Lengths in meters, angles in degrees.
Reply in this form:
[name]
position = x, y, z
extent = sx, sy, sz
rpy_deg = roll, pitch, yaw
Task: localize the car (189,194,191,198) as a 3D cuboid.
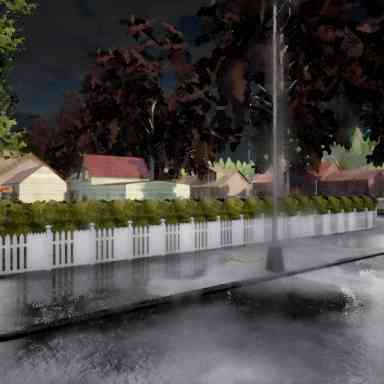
[car]
position = -2.188, 1.216, 57.477
extent = 2.150, 2.045, 5.566
rpy_deg = 0, 0, -35
